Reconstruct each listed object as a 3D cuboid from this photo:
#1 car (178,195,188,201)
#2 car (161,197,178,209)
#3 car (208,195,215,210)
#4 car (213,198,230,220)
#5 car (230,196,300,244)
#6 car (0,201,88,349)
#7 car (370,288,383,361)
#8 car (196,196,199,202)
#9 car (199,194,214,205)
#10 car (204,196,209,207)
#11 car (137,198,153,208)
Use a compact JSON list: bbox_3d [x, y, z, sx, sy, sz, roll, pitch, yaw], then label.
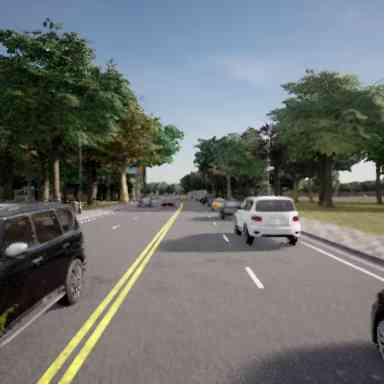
[{"bbox_3d":[-2.192,1.679,93.265,1.882,1.535,5.008,0,-1,-6],"label":"car"},{"bbox_3d":[-3.342,1.630,47.059,1.895,1.301,4.718,0,0,0],"label":"car"},{"bbox_3d":[3.251,1.465,39.286,1.801,1.575,5.366,0,0,0],"label":"car"},{"bbox_3d":[3.251,1.480,28.093,2.128,1.511,4.902,0,0,0],"label":"car"},{"bbox_3d":[3.350,1.206,15.742,2.150,2.045,5.566,0,0,0],"label":"car"},{"bbox_3d":[-3.349,1.213,5.097,2.150,2.045,5.566,0,0,0],"label":"car"},{"bbox_3d":[3.352,1.487,2.607,2.128,1.511,4.902,0,0,0],"label":"car"},{"bbox_3d":[2.613,1.562,72.347,2.033,1.649,4.856,0,0,-3],"label":"car"},{"bbox_3d":[3.059,1.297,61.269,2.150,2.045,5.566,0,0,-2],"label":"car"},{"bbox_3d":[3.245,1.638,50.151,1.895,1.301,4.718,0,0,0],"label":"car"},{"bbox_3d":[-6.594,1.556,47.398,1.812,1.442,4.674,0,0,0],"label":"car"}]
